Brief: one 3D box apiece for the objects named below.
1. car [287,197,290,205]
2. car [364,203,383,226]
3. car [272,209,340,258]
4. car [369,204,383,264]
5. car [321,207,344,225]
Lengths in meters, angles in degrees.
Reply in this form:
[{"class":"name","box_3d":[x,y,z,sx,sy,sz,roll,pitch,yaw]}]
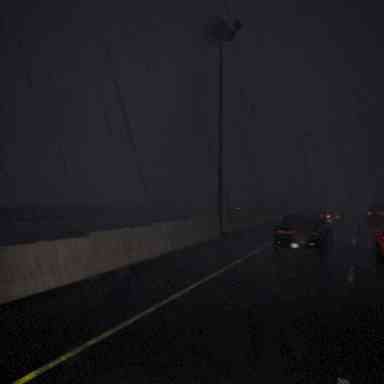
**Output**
[{"class":"car","box_3d":[16.910,1.942,62.016,2.150,2.045,5.566,0,-1,27]},{"class":"car","box_3d":[14.395,1.624,25.410,2.097,1.767,4.553,0,-1,27]},{"class":"car","box_3d":[4.622,1.642,13.596,2.128,1.511,4.902,0,-1,27]},{"class":"car","box_3d":[7.734,1.481,11.995,2.097,1.767,4.553,0,-1,27]},{"class":"car","box_3d":[11.176,1.891,26.801,1.895,1.301,4.718,0,-1,27]}]
